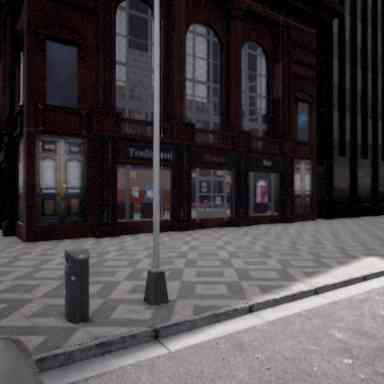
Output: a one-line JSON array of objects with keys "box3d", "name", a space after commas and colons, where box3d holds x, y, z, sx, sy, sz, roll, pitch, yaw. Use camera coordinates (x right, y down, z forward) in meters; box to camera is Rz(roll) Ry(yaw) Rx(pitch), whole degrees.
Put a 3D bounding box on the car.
[{"box3d": [-3.251, 1.570, 1.079, 5.357, 1.411, 2.033, 0, 0, -34], "name": "car"}]
